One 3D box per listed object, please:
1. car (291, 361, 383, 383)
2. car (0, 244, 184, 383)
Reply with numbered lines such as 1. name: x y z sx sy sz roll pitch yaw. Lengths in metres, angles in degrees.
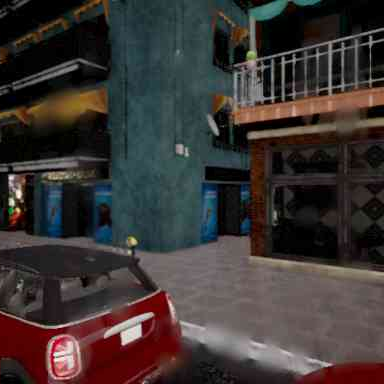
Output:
1. car: 2.426 1.547 1.144 4.507 1.381 1.887 0 0 36
2. car: -2.181 1.436 4.432 4.097 1.590 1.967 0 0 36
